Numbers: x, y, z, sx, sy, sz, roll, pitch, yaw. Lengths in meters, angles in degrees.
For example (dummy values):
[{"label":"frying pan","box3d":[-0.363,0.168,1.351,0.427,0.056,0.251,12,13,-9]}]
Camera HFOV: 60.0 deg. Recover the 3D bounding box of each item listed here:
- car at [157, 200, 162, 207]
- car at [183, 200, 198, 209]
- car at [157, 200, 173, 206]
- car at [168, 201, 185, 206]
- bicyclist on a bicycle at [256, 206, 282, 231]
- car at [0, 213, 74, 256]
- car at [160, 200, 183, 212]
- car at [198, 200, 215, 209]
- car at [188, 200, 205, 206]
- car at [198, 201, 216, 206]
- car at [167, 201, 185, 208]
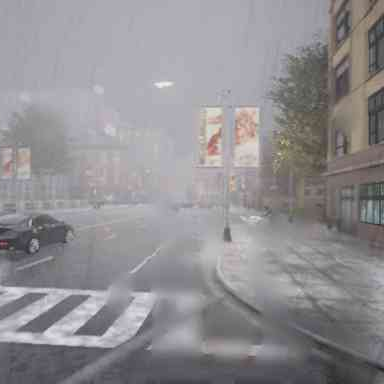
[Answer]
[{"label":"car","box3d":[-6.278,2.628,74.973,2.128,1.511,4.902,1,-1,18]},{"label":"car","box3d":[-0.789,2.560,67.953,1.882,1.535,5.008,1,-1,12]},{"label":"car","box3d":[-6.655,2.728,81.970,2.002,1.452,4.674,1,-1,25]},{"label":"car","box3d":[-4.002,2.929,87.046,1.895,1.301,4.718,0,-1,35]},{"label":"bicyclist on a bicycle","box3d":[4.997,1.738,21.591,1.656,1.620,0.582,1,-1,5]},{"label":"car","box3d":[-6.619,1.622,13.769,1.837,1.490,4.892,0,-1,5]},{"label":"car","box3d":[-3.074,2.334,50.802,1.994,1.385,4.181,1,-1,5]},{"label":"car","box3d":[3.041,2.724,68.781,1.994,1.385,4.181,1,-1,15]},{"label":"car","box3d":[1.194,2.928,89.050,1.882,1.535,5.008,0,-1,36]},{"label":"car","box3d":[4.061,3.008,87.045,2.033,1.411,5.357,0,-1,36]},{"label":"car","box3d":[-3.424,2.651,72.523,2.033,1.411,5.357,1,-1,18]}]
